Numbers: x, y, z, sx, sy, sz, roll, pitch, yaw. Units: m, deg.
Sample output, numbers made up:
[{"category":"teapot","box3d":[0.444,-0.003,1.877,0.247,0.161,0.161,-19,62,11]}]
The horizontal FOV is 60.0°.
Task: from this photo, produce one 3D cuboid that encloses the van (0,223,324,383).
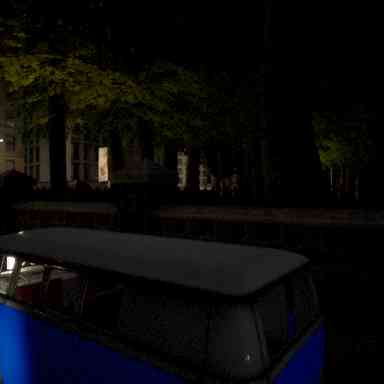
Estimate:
[{"category":"van","box3d":[-0.749,1.341,3.395,3.998,1.788,1.690,0,0,36]}]
